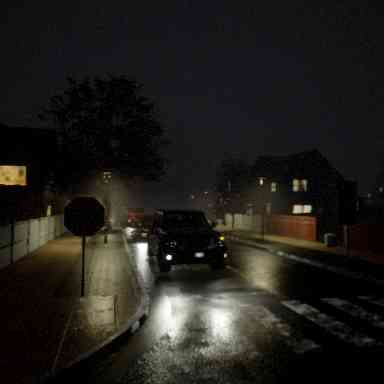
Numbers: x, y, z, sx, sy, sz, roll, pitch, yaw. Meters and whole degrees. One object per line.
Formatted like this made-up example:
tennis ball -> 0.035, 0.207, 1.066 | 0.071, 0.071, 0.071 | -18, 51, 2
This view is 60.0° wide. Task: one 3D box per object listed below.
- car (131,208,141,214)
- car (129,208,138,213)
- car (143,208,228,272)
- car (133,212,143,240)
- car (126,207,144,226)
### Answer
car -> -13.461, 4.507, 79.460 | 2.128, 1.511, 4.902 | 1, -2, -13
car -> -15.883, 4.991, 89.556 | 2.033, 1.411, 5.357 | 1, -3, -13
car -> -0.427, 1.680, 12.888 | 2.150, 2.045, 5.566 | 1, -2, -14
car -> -2.738, 2.347, 22.476 | 1.837, 1.490, 4.892 | 1, -2, -14
car -> -6.102, 2.632, 36.570 | 2.150, 2.045, 5.566 | 1, -3, -14
